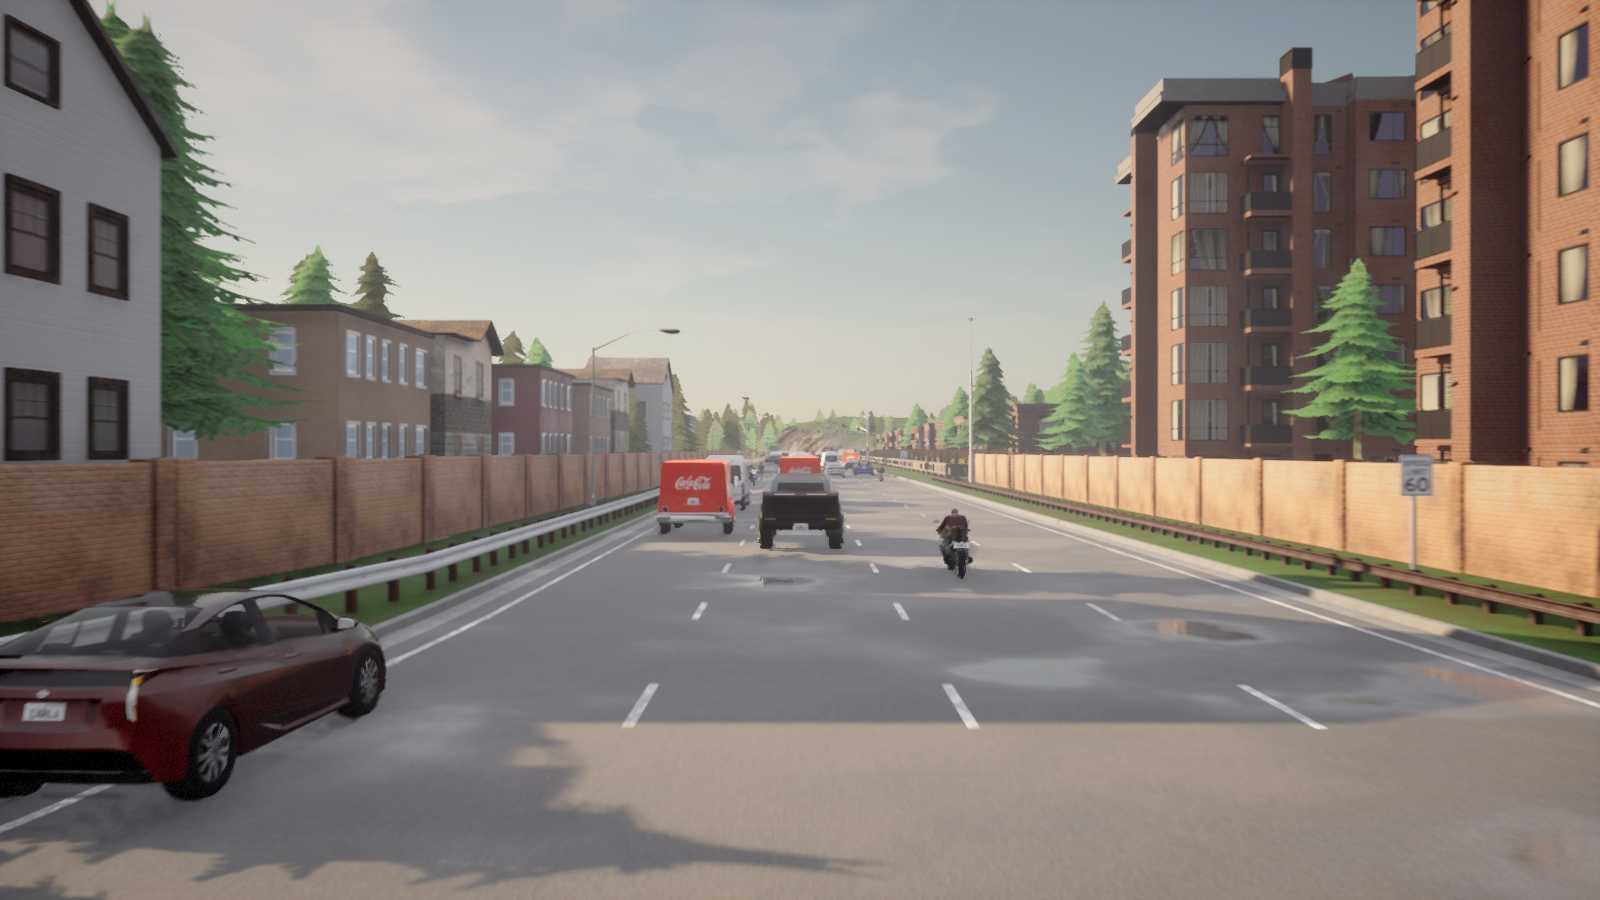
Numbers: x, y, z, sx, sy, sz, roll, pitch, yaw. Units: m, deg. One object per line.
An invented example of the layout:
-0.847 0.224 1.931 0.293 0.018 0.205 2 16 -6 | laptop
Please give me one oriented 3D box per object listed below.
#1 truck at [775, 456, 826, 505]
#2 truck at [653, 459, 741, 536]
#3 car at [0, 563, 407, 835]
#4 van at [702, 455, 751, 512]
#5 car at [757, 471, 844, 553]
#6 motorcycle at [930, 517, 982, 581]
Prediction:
0.016 1.569 61.052 2.627 2.467 5.204 0 0 0 | truck
-3.486 1.569 39.829 2.627 2.467 5.204 0 0 0 | truck
-5.522 2.040 10.620 2.007 1.525 4.514 0 0 3 | car
-3.491 1.535 55.244 1.988 2.561 5.915 0 0 0 | van
0.017 1.754 34.316 2.390 2.098 6.274 0 0 0 | car
3.510 2.205 25.879 0.867 1.251 2.209 0 0 0 | motorcycle
